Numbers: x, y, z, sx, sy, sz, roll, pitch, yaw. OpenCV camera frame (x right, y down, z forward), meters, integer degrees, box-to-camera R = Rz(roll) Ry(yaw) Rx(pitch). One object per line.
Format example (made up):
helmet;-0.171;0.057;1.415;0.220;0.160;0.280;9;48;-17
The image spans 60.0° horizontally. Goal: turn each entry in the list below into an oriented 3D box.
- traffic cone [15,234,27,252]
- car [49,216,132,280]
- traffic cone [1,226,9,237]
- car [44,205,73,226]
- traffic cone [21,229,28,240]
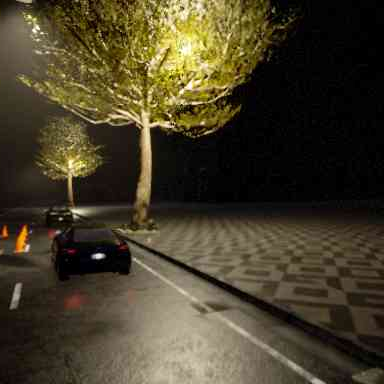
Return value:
traffic cone;-6.885;2.080;13.284;0.340;0.580;0.340;0;-1;-25
car;-3.265;1.661;10.470;1.994;1.385;4.181;0;-1;-25
traffic cone;-10.296;2.143;18.321;0.340;0.580;0.340;0;-1;-25
car;-10.491;1.787;26.220;2.128;1.511;4.902;0;-1;-25
traffic cone;-7.719;2.101;15.103;0.340;0.580;0.340;0;-1;-25
